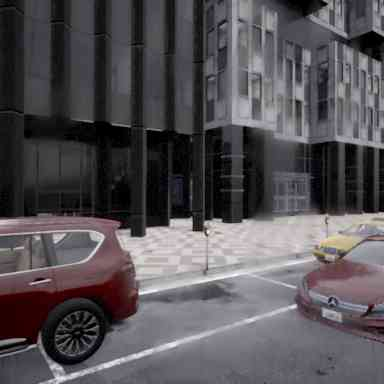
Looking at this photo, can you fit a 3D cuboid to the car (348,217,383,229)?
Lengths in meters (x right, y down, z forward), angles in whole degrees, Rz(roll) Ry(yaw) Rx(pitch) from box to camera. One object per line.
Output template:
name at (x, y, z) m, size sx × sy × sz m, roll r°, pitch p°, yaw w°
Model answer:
car at (5.881, 1.532, 10.727) m, size 4.829 × 1.417 × 1.752 m, roll 0°, pitch 1°, yaw -34°

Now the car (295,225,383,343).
car at (3.928, 1.529, 6.181) m, size 4.674 × 1.442 × 1.812 m, roll 0°, pitch 0°, yaw -36°

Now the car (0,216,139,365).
car at (-3.129, 1.315, 4.299) m, size 5.009 × 1.841 × 2.192 m, roll 0°, pitch 0°, yaw -36°
